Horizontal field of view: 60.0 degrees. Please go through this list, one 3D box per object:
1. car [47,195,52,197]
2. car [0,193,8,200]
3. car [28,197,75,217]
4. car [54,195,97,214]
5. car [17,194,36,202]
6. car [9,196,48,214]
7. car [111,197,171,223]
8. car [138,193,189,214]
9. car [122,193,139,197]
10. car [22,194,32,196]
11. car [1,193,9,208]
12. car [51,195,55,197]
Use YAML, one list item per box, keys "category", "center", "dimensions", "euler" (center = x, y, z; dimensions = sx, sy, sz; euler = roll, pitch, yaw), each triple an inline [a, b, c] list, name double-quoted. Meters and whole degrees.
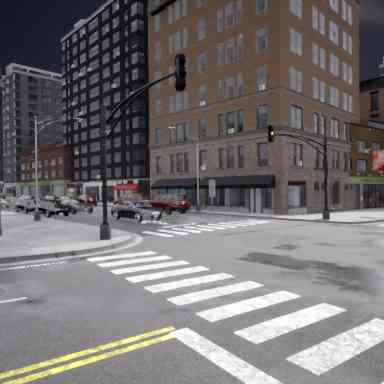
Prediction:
- category: "car"
  center: [-21.642, 1.135, 50.943]
  dimensions: [1.802, 1.307, 4.206]
  euler: [0, 1, -44]
- category: "car"
  center: [-40.839, 0.885, 70.686]
  dimensions: [1.947, 1.339, 4.313]
  euler: [0, 1, -44]
- category: "car"
  center: [-12.392, 1.417, 29.200]
  dimensions: [1.947, 1.339, 4.313]
  euler: [0, 1, -44]
- category: "car"
  center: [-11.255, 1.328, 31.972]
  dimensions: [1.812, 1.442, 4.674]
  euler: [-1, 1, -44]
- category: "car"
  center: [-29.321, 1.043, 58.840]
  dimensions: [1.802, 1.307, 4.206]
  euler: [0, 1, -44]
- category: "car"
  center: [-16.231, 1.374, 33.148]
  dimensions: [1.947, 1.339, 4.313]
  euler: [0, 1, -44]
- category: "car"
  center: [-4.174, 1.371, 24.690]
  dimensions: [2.128, 1.511, 4.902]
  euler: [-1, 1, -44]
- category: "car"
  center: [-2.445, 1.085, 31.196]
  dimensions: [2.192, 1.841, 5.009]
  euler: [0, 1, -44]
- category: "car"
  center: [-6.284, 1.043, 35.145]
  dimensions: [2.192, 1.841, 5.009]
  euler: [0, 1, -44]
- category: "car"
  center: [-20.293, 1.226, 41.296]
  dimensions: [1.812, 1.442, 4.674]
  euler: [-1, 1, -44]
- category: "car"
  center: [-23.789, 1.247, 40.921]
  dimensions: [1.752, 1.417, 4.829]
  euler: [0, 1, -44]
- category: "car"
  center: [-17.803, 1.180, 46.994]
  dimensions: [1.802, 1.307, 4.206]
  euler: [0, 1, -44]
